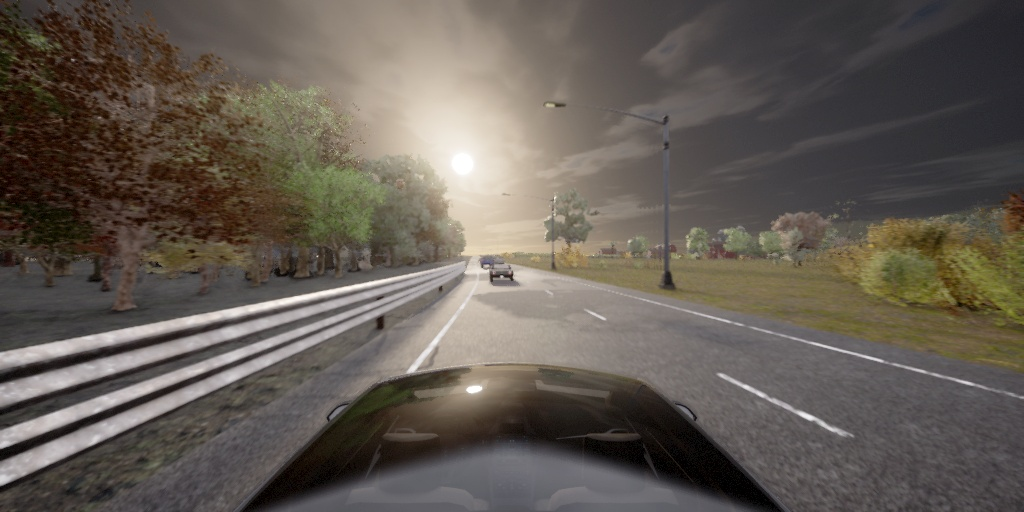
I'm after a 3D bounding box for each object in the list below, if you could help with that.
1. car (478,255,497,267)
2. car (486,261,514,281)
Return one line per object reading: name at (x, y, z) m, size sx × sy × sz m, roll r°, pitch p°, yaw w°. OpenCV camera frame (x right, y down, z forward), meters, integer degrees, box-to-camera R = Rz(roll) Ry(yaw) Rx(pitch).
car at (-4.234, 0.894, 61.594) m, size 2.150 × 2.045 × 5.566 m, roll 0°, pitch 0°, yaw -6°
car at (-0.946, 1.318, 29.736) m, size 1.895 × 1.301 × 4.718 m, roll 0°, pitch 0°, yaw -5°
